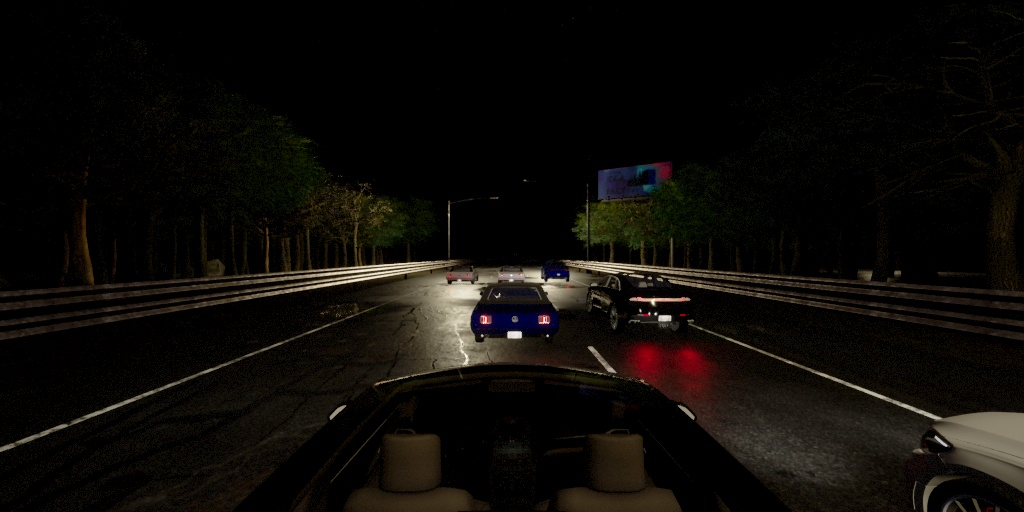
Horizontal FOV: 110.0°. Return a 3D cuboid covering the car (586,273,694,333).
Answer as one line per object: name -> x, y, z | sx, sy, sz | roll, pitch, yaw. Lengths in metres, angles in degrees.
car -> 3.548, 1.242, 10.787 | 2.128, 1.511, 4.902 | 0, 0, 0

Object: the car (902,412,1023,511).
car -> 3.622, 1.276, 0.478 | 1.812, 1.442, 4.674 | 0, 0, 0

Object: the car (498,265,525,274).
car -> -0.047, 1.351, 26.504 | 1.895, 1.301, 4.718 | 0, 0, 0

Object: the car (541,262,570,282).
car -> 3.438, 1.228, 29.095 | 1.882, 1.535, 5.008 | 0, 0, -1

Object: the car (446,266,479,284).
car -> -3.548, 1.351, 26.434 | 1.895, 1.301, 4.718 | 0, 0, 0

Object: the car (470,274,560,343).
car -> 0.053, 1.351, 9.664 | 1.895, 1.301, 4.718 | 0, 0, 0
